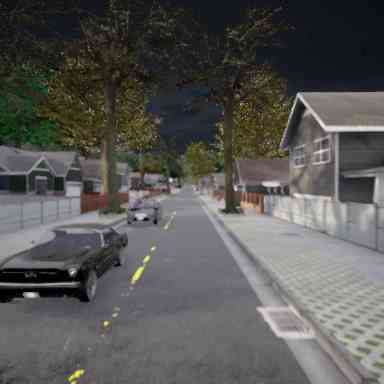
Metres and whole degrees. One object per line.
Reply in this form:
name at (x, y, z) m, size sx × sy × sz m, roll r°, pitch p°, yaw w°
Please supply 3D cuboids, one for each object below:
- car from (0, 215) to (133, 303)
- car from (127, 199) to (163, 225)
car at (-2.883, 1.505, 8.139) m, size 1.895 × 1.301 × 4.718 m, roll 0°, pitch 1°, yaw 0°
car at (-2.942, 1.217, 21.443) m, size 2.128 × 1.511 × 4.902 m, roll 0°, pitch 1°, yaw 0°
